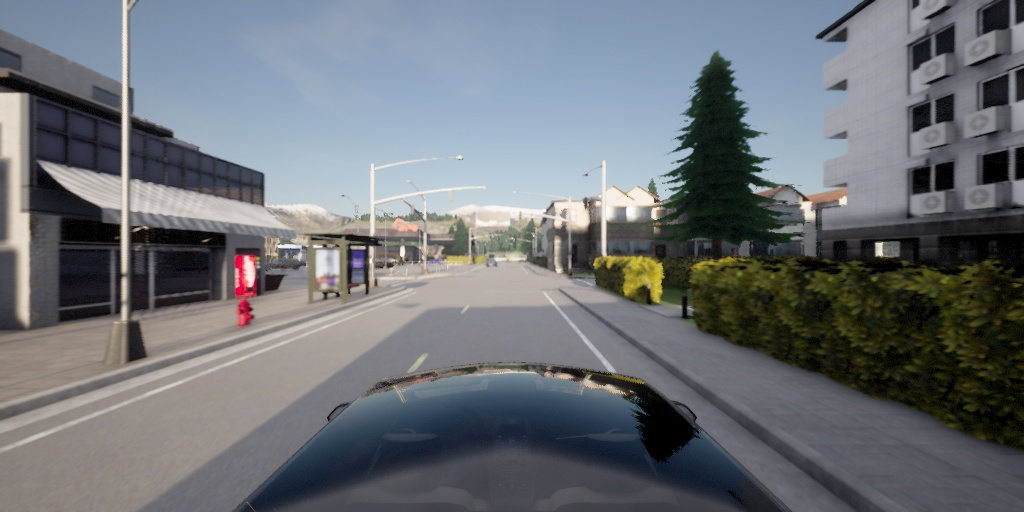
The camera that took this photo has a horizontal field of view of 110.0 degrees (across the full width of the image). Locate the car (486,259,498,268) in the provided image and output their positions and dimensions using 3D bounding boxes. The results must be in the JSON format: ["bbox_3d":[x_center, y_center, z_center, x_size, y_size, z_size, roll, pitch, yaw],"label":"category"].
[{"bbox_3d":[-3.525,1.263,62.643,1.812,1.442,4.674,0,0,1],"label":"car"}]
